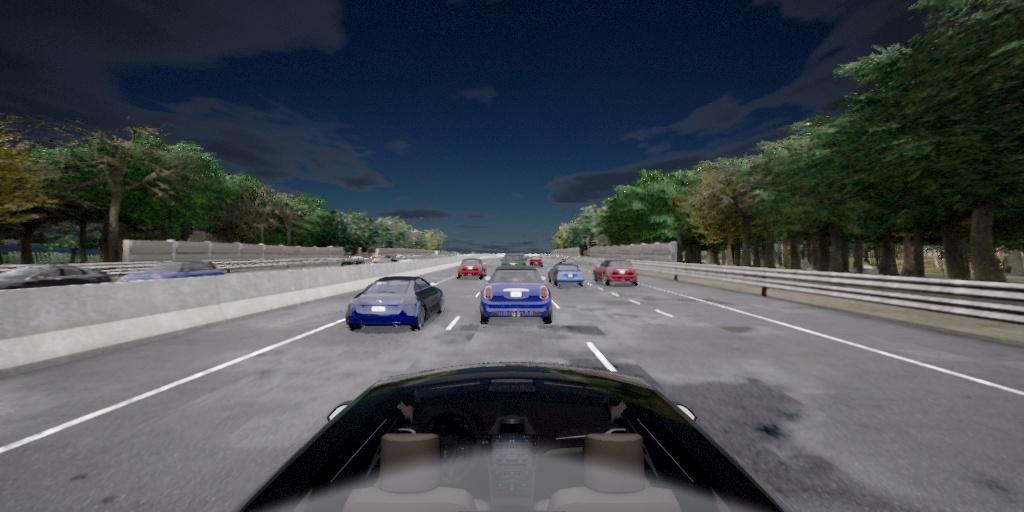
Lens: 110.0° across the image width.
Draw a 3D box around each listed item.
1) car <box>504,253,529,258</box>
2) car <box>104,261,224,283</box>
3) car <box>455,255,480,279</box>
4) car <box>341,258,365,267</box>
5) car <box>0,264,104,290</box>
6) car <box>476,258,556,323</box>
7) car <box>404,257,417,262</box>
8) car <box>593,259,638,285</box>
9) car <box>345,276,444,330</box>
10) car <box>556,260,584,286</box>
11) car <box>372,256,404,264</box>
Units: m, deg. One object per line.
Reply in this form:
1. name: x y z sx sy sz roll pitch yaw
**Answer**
1. car: 0.139 0.831 31.412 2.150 2.045 5.566 0 1 0
2. car: -17.576 1.057 18.730 2.097 1.767 4.553 0 0 0
3. car: -3.362 0.967 30.827 2.097 1.767 4.553 0 1 0
4. car: -24.470 0.937 55.295 1.895 1.301 4.718 0 1 1
5. car: -21.082 1.223 16.012 1.837 1.490 4.892 0 0 0
6. car: 0.114 1.088 12.190 2.097 1.767 4.553 0 0 0
7. car: -17.458 0.877 59.985 1.895 1.301 4.718 0 1 1
8. car: 7.048 1.021 24.926 2.097 1.767 4.553 0 0 1
9. car: -3.387 1.303 11.104 1.994 1.385 4.181 0 0 0
10. car: 3.529 1.223 24.134 2.033 1.411 5.357 0 0 0
11. car: -14.041 1.024 39.954 1.837 1.490 4.892 0 1 0
